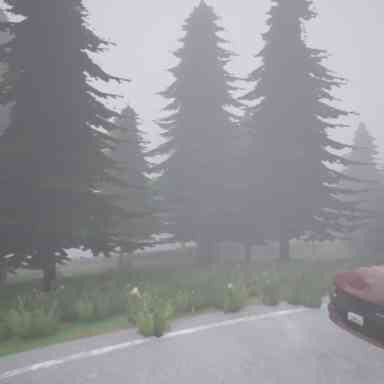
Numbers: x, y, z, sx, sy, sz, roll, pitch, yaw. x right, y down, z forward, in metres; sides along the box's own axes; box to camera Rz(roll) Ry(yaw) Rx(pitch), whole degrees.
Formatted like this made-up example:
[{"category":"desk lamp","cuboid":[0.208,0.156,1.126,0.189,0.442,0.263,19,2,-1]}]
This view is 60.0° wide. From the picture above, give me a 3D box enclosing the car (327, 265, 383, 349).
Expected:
[{"category":"car","cuboid":[4.624,1.584,5.515,5.008,1.535,1.882,2,0,-21]}]
